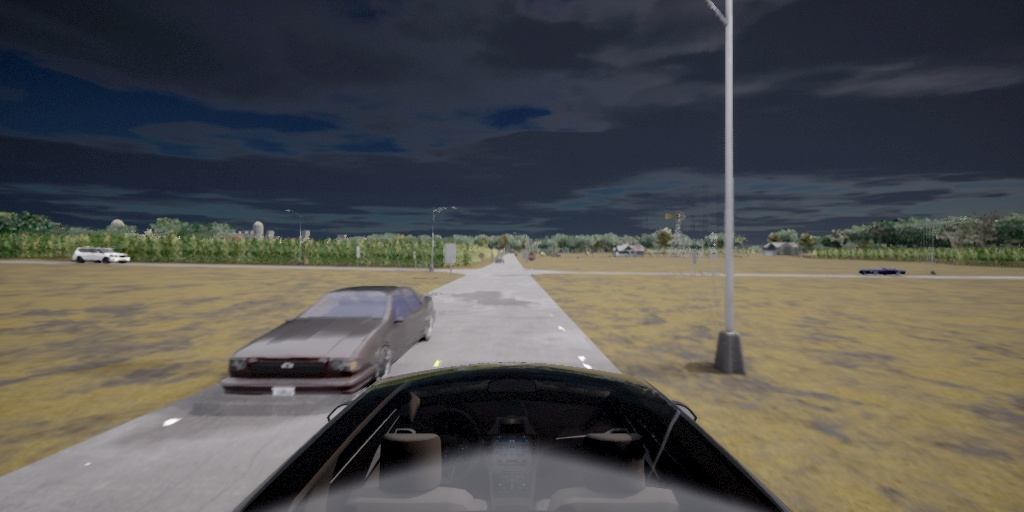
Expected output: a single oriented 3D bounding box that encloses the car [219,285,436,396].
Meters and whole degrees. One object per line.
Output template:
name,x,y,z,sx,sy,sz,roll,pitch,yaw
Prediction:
car,-2.853,1.311,7.142,2.033,1.411,5.357,0,0,0
